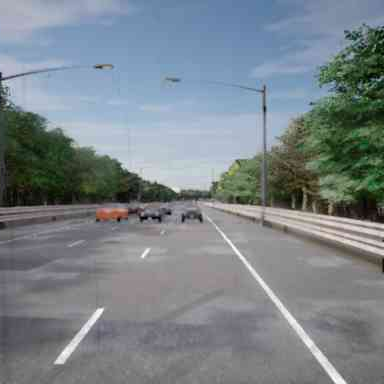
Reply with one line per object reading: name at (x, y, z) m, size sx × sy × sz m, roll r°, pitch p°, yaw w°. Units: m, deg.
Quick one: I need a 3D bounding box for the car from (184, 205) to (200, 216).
car at (0.010, 2.327, 42.025) m, size 1.895 × 1.301 × 4.718 m, roll 0°, pitch -2°, yaw 0°

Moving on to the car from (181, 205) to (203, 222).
car at (-0.008, 1.907, 29.822) m, size 1.812 × 1.442 × 4.674 m, roll 0°, pitch -2°, yaw 0°

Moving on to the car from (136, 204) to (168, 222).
car at (-3.507, 1.986, 29.974) m, size 1.895 × 1.301 × 4.718 m, roll 0°, pitch -2°, yaw 0°

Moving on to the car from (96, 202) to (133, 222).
car at (-7.009, 1.732, 29.784) m, size 2.097 × 1.767 × 4.553 m, roll 0°, pitch -2°, yaw 0°

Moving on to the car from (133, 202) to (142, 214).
car at (-6.989, 2.077, 42.050) m, size 2.097 × 1.767 × 4.553 m, roll 0°, pitch -2°, yaw 0°

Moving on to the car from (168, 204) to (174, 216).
car at (-3.485, 2.273, 42.795) m, size 1.812 × 1.442 × 4.674 m, roll 0°, pitch -1°, yaw 0°
